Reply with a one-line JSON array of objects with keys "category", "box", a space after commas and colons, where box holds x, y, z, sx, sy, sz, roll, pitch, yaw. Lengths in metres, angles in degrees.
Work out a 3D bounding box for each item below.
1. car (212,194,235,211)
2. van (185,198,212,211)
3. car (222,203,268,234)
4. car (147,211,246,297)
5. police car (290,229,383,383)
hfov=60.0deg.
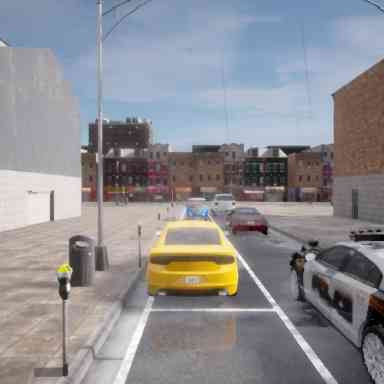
[{"category": "car", "box": [3.054, 1.232, 32.996, 2.150, 2.045, 5.566, 0, 0, 0]}, {"category": "van", "box": [0.374, 1.345, 25.499, 1.690, 1.788, 3.998, -1, 0, 0]}, {"category": "car", "box": [3.067, 1.566, 19.227, 1.994, 1.385, 4.181, 0, 0, 1]}, {"category": "car", "box": [0.006, 1.477, 8.651, 1.882, 1.535, 5.008, 0, 0, 0]}, {"category": "police car", "box": [3.022, 1.424, 5.318, 1.930, 1.638, 5.238, 0, 0, 0]}]
